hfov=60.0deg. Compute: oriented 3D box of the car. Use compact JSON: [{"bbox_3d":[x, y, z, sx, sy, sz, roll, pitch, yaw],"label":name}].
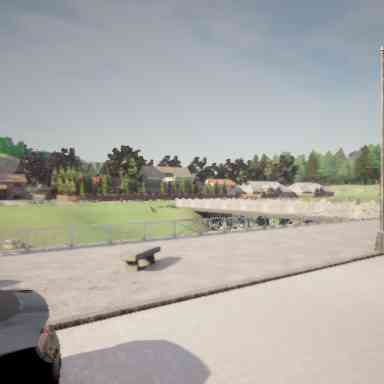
[{"bbox_3d":[-3.453,1.492,2.145,4.902,1.511,2.128,0,0,-36],"label":"car"}]
